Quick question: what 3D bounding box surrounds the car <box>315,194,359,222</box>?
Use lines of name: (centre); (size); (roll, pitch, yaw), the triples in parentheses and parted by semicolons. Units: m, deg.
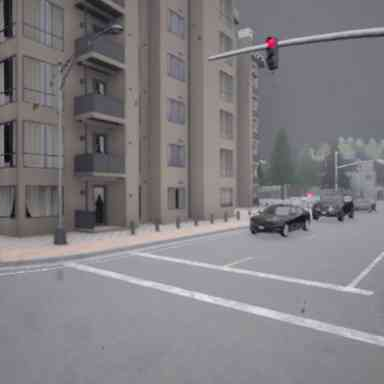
car: (11.368, 1.169, 26.656); (2.150, 2.045, 5.566); (0, 0, 38)

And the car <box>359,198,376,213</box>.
car: (18.713, 1.419, 36.175); (1.837, 1.490, 4.892); (0, 1, 38)

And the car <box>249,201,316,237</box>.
car: (4.876, 1.451, 18.166); (1.882, 1.535, 5.008); (0, 0, 37)
